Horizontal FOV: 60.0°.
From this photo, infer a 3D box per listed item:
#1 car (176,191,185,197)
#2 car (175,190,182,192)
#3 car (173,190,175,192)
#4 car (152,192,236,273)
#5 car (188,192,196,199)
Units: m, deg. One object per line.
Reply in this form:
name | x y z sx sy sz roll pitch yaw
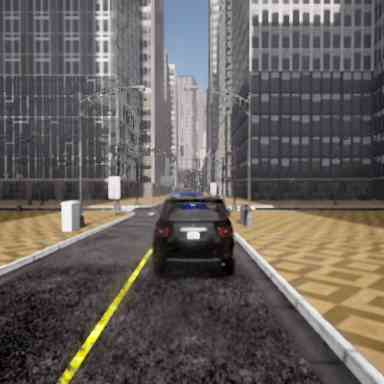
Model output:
car | -2.968 0.450 84.697 2.033 1.411 5.357 0 0 0
car | -0.088 0.974 27.199 2.150 2.045 5.566 0 0 -3
car | -2.974 0.639 68.992 2.150 2.045 5.566 0 0 0
car | 0.089 1.119 10.540 2.150 2.045 5.566 0 0 1
car | 0.030 0.850 80.500 1.812 1.442 4.674 0 0 0
